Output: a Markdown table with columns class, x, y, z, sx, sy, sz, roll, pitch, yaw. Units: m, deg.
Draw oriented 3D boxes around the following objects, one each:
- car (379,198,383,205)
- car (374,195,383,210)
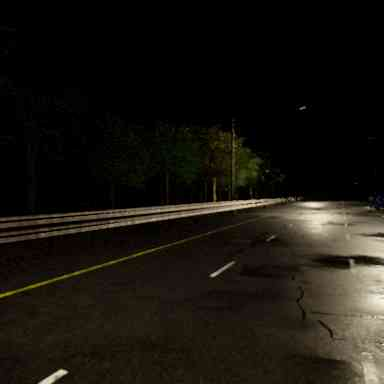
| class | x | y | z | sx | sy | sz | roll | pitch | yaw |
| --- | --- | --- | --- | --- | --- | --- | --- | --- | --- |
| car | 39.440 | 1.886 | 67.183 | 1.812 | 1.442 | 4.674 | 0 | 0 | 42 |
| car | 27.189 | 1.473 | 47.003 | 2.150 | 2.045 | 5.566 | 0 | 0 | 25 |
